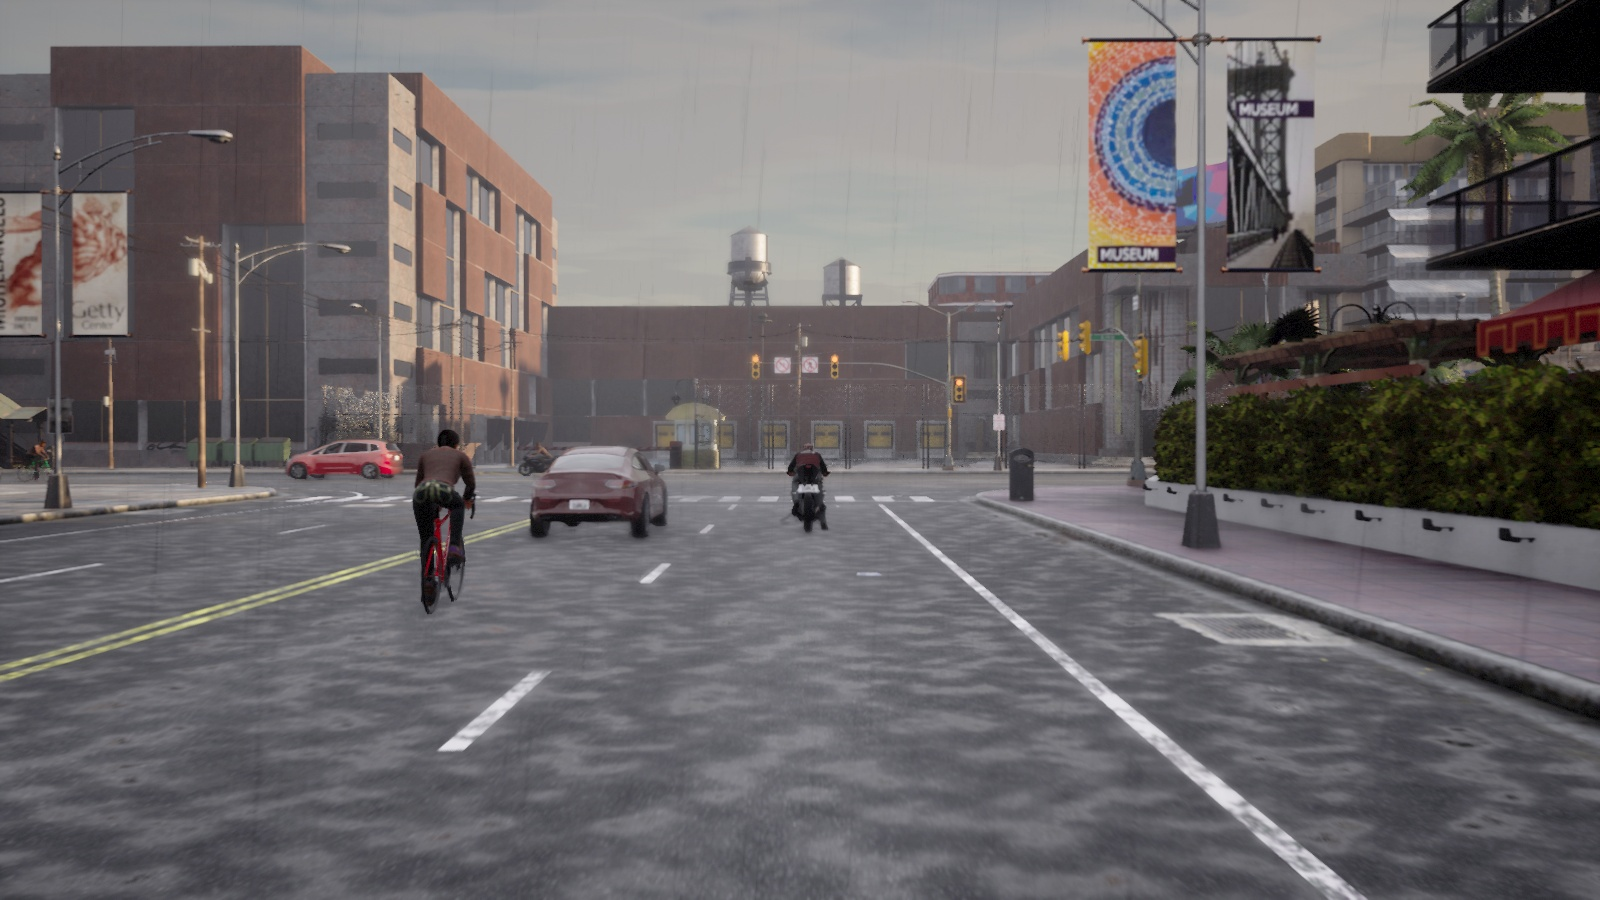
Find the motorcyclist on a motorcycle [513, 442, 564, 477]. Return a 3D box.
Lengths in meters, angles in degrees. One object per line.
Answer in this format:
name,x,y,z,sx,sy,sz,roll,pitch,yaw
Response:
motorcyclist on a motorcycle,-11.526,0.407,55.375,2.044,1.523,0.797,0,0,1

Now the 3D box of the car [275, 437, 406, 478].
car,-18.974,0.283,51.983,4.611,1.667,2.242,0,0,1

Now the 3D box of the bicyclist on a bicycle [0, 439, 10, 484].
bicyclist on a bicycle,-29.447,0.405,45.173,1.509,1.612,0.866,0,0,2

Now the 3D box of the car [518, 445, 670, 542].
car,-3.349,0.650,21.274,1.812,1.442,4.674,0,0,0

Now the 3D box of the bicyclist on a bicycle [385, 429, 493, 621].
bicyclist on a bicycle,-3.242,0.632,11.410,0.582,1.620,1.656,0,0,-3

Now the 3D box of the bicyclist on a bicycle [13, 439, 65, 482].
bicyclist on a bicycle,-29.474,0.402,48.651,1.656,1.620,0.582,0,0,1

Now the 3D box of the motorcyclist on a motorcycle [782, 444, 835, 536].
motorcyclist on a motorcycle,0.142,0.658,21.865,0.866,1.530,2.191,0,0,0
